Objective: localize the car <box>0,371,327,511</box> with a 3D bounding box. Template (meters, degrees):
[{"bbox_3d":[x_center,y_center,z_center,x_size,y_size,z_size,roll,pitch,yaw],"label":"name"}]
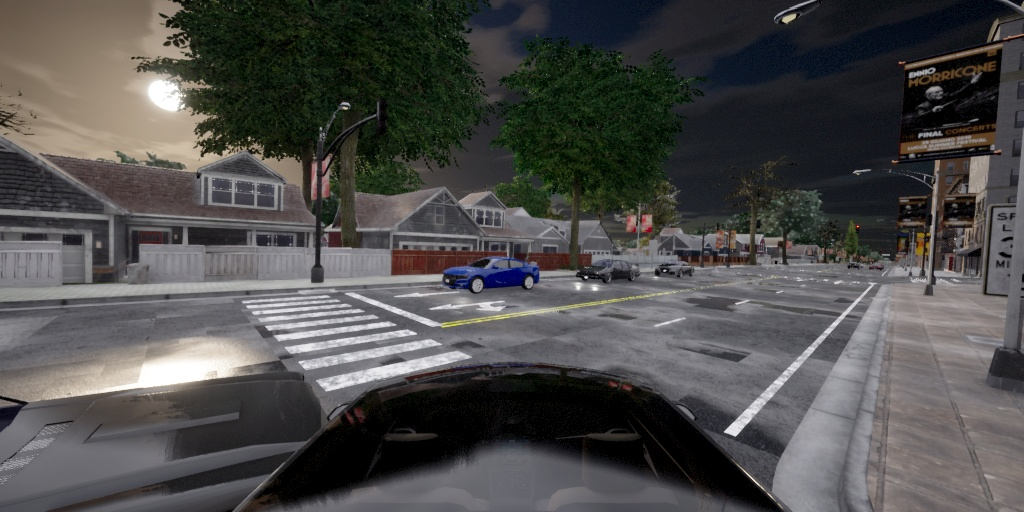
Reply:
[{"bbox_3d":[-3.319,1.274,1.483,4.718,1.301,1.895,1,2,-33],"label":"car"}]

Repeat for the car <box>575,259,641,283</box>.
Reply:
[{"bbox_3d":[6.428,0.922,23.421,5.357,1.411,2.033,1,2,-43],"label":"car"}]

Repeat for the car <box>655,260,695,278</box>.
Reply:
[{"bbox_3d":[13.745,1.018,30.216,4.181,1.385,1.994,1,2,-43],"label":"car"}]

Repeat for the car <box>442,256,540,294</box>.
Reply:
[{"bbox_3d":[-0.857,0.776,16.627,5.008,1.535,1.882,1,3,-43],"label":"car"}]
